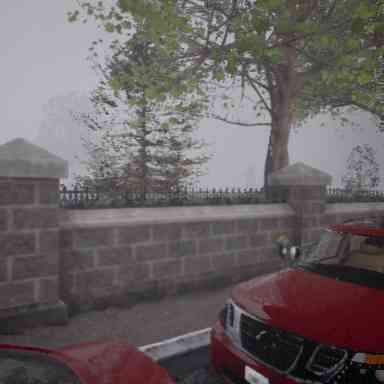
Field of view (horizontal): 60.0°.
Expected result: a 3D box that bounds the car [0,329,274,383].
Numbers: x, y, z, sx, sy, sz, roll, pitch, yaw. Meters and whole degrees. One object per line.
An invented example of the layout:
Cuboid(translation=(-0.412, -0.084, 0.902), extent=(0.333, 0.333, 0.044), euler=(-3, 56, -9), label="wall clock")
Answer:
Cuboid(translation=(-2.027, 1.503, 1.094), extent=(4.507, 1.381, 1.887), euler=(0, 1, -34), label="car")

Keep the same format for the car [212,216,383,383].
Cuboid(translation=(2.637, 1.290, 4.252), extent=(5.009, 1.841, 2.192), euler=(0, 1, -34), label="car")
